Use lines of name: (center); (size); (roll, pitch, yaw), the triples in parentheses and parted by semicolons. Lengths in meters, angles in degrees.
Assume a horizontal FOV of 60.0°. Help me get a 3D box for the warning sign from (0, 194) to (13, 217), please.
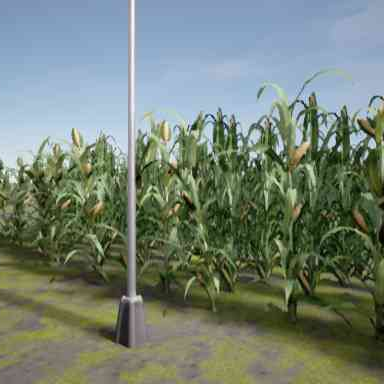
warning sign: (-16.137, 1.101, 28.354); (1.300, 1.860, 1.060); (1, 0, 29)
